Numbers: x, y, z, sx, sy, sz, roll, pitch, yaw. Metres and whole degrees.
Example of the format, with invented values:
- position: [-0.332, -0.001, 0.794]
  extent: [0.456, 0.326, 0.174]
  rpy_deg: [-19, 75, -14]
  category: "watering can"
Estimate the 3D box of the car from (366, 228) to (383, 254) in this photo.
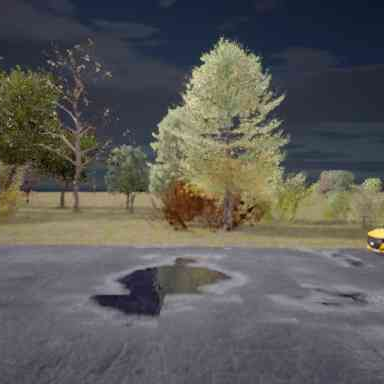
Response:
- position: [9.298, 1.710, 12.575]
  extent: [5.008, 1.535, 1.882]
  rpy_deg: [1, 0, 0]
  category: "car"
